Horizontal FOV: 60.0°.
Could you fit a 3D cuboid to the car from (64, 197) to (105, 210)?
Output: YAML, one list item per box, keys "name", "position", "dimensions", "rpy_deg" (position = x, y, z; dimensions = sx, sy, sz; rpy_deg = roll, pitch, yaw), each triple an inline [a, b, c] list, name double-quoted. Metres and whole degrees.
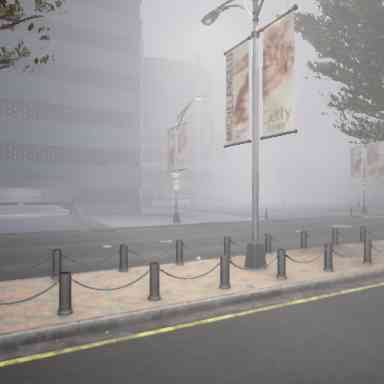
- name: "car"
  position: [-11.776, 1.318, 36.988]
  dimensions: [4.674, 1.452, 2.002]
  rpy_deg: [0, 0, -28]

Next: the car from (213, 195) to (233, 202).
- name: "car"
  position: [6.322, 1.530, 78.606]
  dimensions: [5.357, 1.411, 2.033]
  rpy_deg: [0, 0, 37]

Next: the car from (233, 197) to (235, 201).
- name: "car"
  position: [8.109, 1.472, 81.636]
  dimensions: [5.008, 1.535, 1.882]
  rpy_deg: [0, 0, 37]
